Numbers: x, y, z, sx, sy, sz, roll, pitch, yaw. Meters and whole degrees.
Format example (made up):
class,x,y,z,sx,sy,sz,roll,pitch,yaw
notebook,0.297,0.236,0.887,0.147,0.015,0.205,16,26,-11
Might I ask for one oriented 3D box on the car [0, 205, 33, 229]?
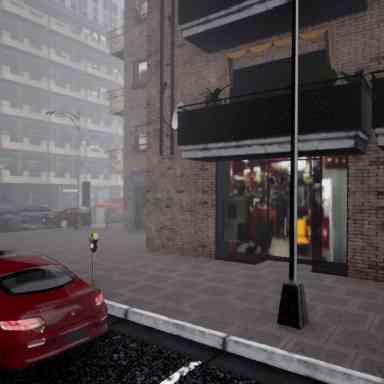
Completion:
class,x,y,z,sx,sy,sz,roll,pitch,yaw
car,-13.357,1.682,20.982,2.033,1.411,5.357,1,0,34

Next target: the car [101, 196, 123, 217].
class,x,y,z,sx,sy,sz,roll,pitch,yaw
car,-7.761,1.485,34.612,2.150,2.045,5.566,1,0,36

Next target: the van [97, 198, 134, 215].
class,x,y,z,sx,sy,sz,roll,pitch,yaw
van,-8.636,1.606,37.821,1.690,1.788,3.998,0,-1,36

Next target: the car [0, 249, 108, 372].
class,x,y,z,sx,sy,sz,roll,pitch,yaw
car,-3.085,1.582,5.205,4.206,1.307,1.802,0,0,36

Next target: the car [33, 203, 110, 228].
class,x,y,z,sx,sy,sz,roll,pitch,yaw
car,-8.461,1.756,23.702,1.887,1.381,4.507,0,-1,36
